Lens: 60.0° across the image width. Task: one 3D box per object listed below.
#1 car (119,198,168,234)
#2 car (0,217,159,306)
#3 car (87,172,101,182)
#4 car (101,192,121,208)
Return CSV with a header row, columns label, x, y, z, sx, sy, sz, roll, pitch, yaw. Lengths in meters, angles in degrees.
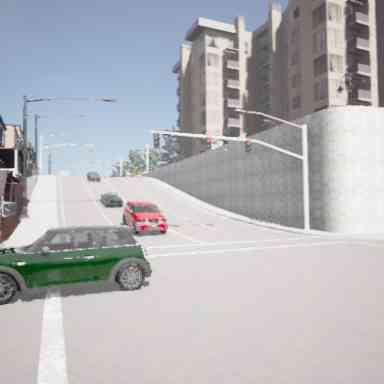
label,x,y,z,sx,sy,sz,roll,pitch,yaw
car,-3.493,1.753,23.897,2.150,2.045,5.566,0,2,-22
car,-3.451,1.724,8.973,4.553,1.767,2.097,0,-2,-22
car,-16.100,-2.602,54.628,2.033,1.411,5.357,0,9,-22
car,-8.819,0.794,36.793,1.895,1.301,4.718,0,9,-23
